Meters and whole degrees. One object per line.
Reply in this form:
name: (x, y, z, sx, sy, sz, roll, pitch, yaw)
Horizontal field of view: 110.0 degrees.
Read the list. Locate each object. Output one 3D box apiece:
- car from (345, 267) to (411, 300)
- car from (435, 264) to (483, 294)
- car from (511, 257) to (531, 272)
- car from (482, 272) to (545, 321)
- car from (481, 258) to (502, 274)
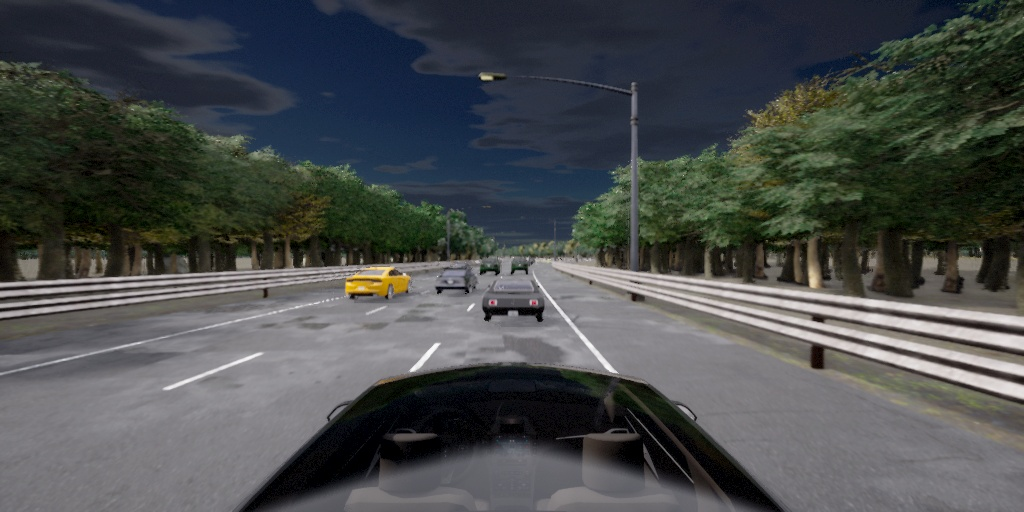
car: (-6.761, 1.331, 18.676, 1.882, 1.535, 5.008, 0, 0, 1)
car: (-3.196, 1.420, 21.355, 2.033, 1.411, 5.357, 0, 0, 1)
car: (1.049, 1.236, 46.815, 2.150, 2.045, 5.566, 0, 0, 3)
car: (0.067, 1.424, 12.800, 1.895, 1.301, 4.718, 0, 0, 1)
car: (-2.514, 1.214, 43.089, 2.150, 2.045, 5.566, 0, 0, 2)
